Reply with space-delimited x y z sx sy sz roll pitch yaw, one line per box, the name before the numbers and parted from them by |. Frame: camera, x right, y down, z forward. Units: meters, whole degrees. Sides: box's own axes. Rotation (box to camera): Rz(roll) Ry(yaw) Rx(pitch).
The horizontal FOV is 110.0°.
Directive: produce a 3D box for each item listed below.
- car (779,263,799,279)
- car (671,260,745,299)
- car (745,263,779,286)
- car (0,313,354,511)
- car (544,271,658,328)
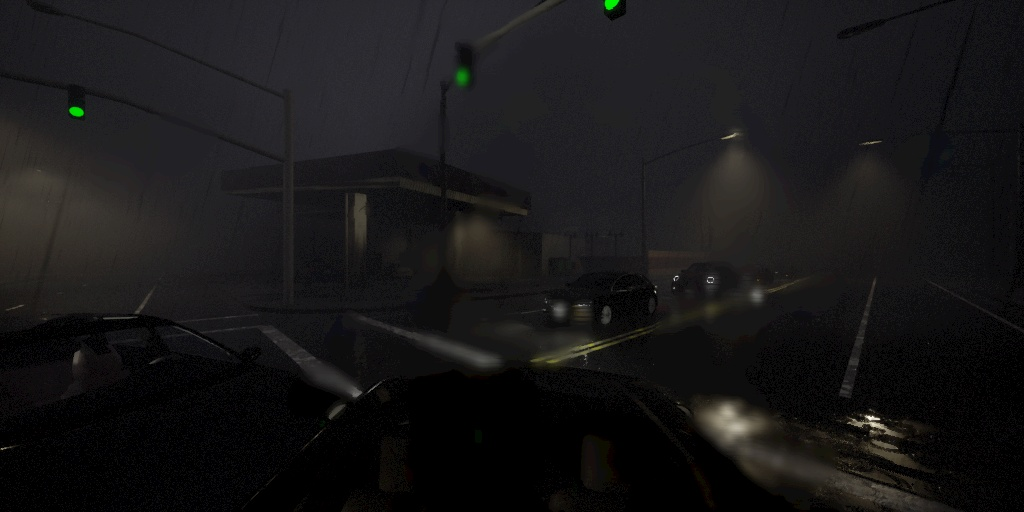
car | 24.202 1.314 32.129 4.181 1.385 1.994 0 0 -44
car | 9.960 1.102 18.350 4.553 1.767 2.097 0 0 -44
car | 16.977 1.314 25.169 1.994 1.385 4.181 0 0 45
car | -3.387 1.242 2.660 4.902 1.511 2.128 0 0 16
car | 3.032 1.255 11.595 4.892 1.490 1.837 0 0 -45
